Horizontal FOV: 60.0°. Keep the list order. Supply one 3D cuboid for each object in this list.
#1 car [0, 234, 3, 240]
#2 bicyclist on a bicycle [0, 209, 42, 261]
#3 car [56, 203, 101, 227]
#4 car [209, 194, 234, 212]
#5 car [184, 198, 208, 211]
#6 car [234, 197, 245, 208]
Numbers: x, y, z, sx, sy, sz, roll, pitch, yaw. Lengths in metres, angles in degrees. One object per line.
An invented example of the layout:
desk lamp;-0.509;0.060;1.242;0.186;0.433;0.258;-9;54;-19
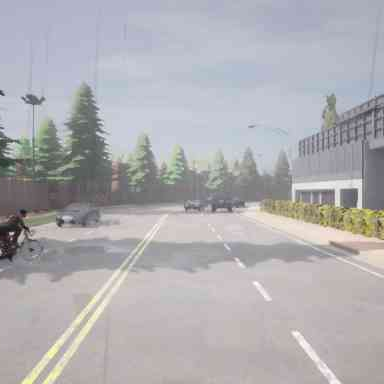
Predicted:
car;-7.262;1.375;9.390;2.097;1.767;4.553;0;0;0
bicyclist on a bicycle;-5.503;1.360;10.433;0.582;1.620;1.656;-9;-13;44
car;-7.601;1.491;22.610;2.128;1.511;4.902;0;0;-1
car;3.465;1.221;38.142;2.150;2.045;5.566;0;0;7
car;0.362;1.601;40.361;1.895;1.301;4.718;0;0;10
car;6.245;1.491;48.136;2.128;1.511;4.902;0;0;25
